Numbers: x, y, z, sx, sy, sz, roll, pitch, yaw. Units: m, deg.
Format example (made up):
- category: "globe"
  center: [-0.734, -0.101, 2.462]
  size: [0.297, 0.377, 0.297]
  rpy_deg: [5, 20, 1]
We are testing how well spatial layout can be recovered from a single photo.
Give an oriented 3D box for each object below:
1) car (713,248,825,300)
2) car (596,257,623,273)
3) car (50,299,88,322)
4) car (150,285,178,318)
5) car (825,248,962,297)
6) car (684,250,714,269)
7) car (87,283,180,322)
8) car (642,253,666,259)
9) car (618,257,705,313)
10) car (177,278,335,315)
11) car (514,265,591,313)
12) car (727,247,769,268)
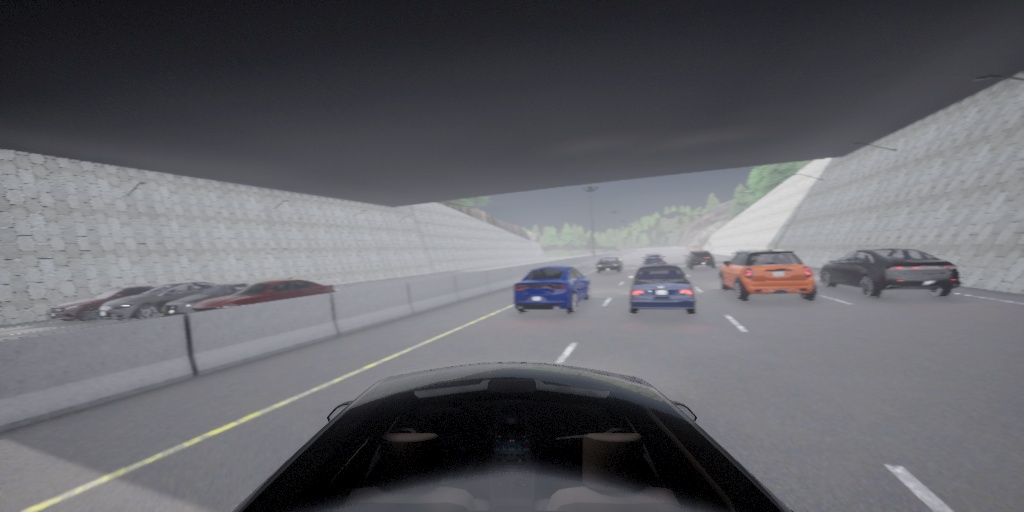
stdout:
- category: "car"
  center: [9.182, 0.535, 13.321]
  size: [2.097, 1.767, 4.553]
  rpy_deg: [-3, 0, 21]
- category: "car"
  center: [8.490, 0.733, 30.892]
  size: [1.895, 1.301, 4.718]
  rpy_deg: [-3, 0, 21]
- category: "car"
  center: [-19.254, 2.254, 17.862]
  size: [1.812, 1.442, 4.674]
  rpy_deg: [-3, 0, 21]
- category: "car"
  center: [-12.541, 1.933, 15.830]
  size: [1.994, 1.385, 4.181]
  rpy_deg: [-3, 0, 21]
- category: "car"
  center: [12.561, 0.493, 12.344]
  size: [2.128, 1.511, 4.902]
  rpy_deg: [-3, 0, 21]
- category: "car"
  center: [15.543, 0.253, 29.762]
  size: [1.837, 1.490, 4.892]
  rpy_deg: [-3, 0, 21]
- category: "car"
  center: [-15.854, 2.037, 16.962]
  size: [2.128, 1.511, 4.902]
  rpy_deg: [-3, 0, 21]
- category: "car"
  center: [12.557, 0.429, 31.770]
  size: [1.812, 1.442, 4.674]
  rpy_deg: [-3, 0, 21]
- category: "car"
  center: [4.933, 0.972, 12.000]
  size: [2.033, 1.411, 5.357]
  rpy_deg: [-3, 0, 21]
- category: "car"
  center: [-9.446, 1.684, 14.154]
  size: [1.882, 1.535, 5.008]
  rpy_deg: [-3, 0, 21]
- category: "car"
  center: [1.628, 1.078, 13.151]
  size: [1.882, 1.535, 5.008]
  rpy_deg: [-3, 0, 21]
- category: "car"
  center: [19.065, 0.083, 29.215]
  size: [1.812, 1.442, 4.674]
  rpy_deg: [-3, 0, 21]
